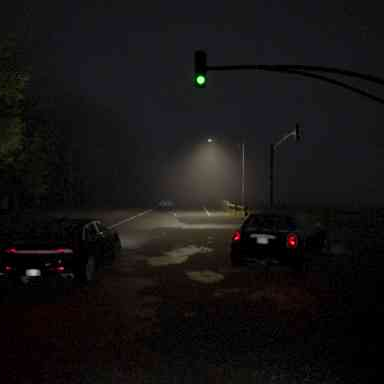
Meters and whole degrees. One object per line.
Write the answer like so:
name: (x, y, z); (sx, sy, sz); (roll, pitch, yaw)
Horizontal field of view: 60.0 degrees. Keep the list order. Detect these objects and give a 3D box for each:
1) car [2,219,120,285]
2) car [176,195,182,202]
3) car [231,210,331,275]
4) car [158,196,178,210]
car: (-3.398, 1.507, 9.555); (2.128, 1.511, 4.902); (0, 0, 0)
car: (-3.484, 1.594, 80.017); (1.837, 1.490, 4.892); (0, 0, 0)
car: (3.064, 1.367, 10.948); (2.097, 1.767, 4.553); (0, 0, 32)
car: (-3.392, 1.604, 44.371); (2.033, 1.411, 5.357); (0, 0, 0)
